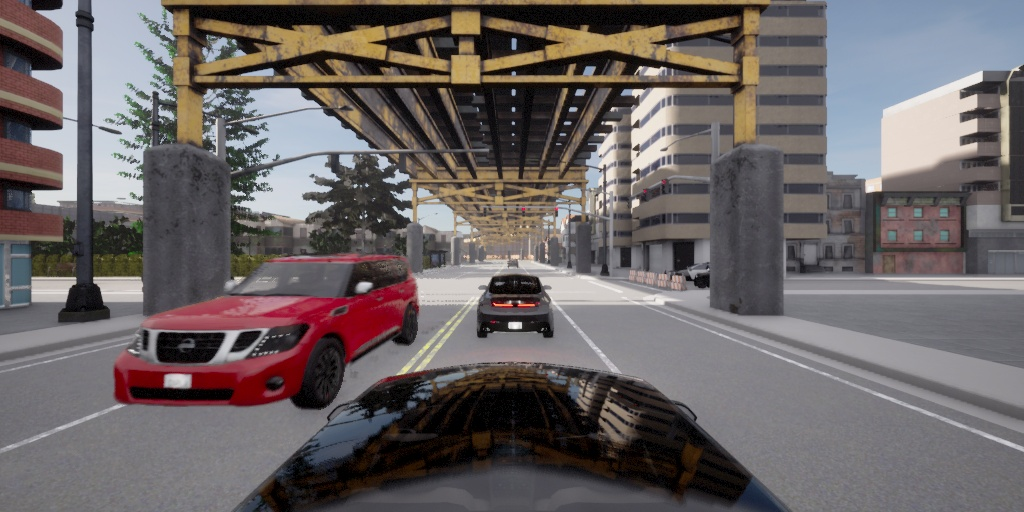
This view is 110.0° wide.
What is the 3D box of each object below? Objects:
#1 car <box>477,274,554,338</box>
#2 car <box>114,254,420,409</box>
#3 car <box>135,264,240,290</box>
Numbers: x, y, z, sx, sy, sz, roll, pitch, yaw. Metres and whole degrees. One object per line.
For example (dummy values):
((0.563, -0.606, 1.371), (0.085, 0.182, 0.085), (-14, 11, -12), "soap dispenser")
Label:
((0.087, 1.255, 10.172), (1.837, 1.490, 4.892), (0, 0, 0), "car")
((-3.396, 0.971, 6.555), (2.150, 2.045, 5.566), (0, 0, 3), "car")
((-20.035, 1.255, 22.285), (4.892, 1.490, 1.837), (0, 0, 0), "car")
